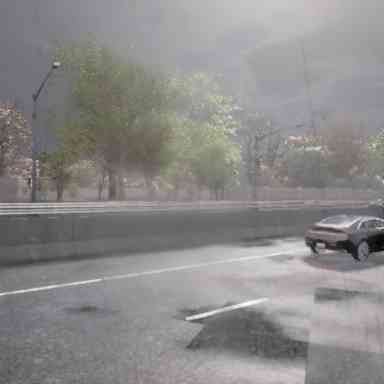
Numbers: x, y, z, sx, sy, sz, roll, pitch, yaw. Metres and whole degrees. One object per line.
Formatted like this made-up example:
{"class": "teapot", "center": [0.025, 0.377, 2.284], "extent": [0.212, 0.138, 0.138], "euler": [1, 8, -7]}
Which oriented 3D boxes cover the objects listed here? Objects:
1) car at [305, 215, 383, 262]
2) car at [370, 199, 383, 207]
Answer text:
{"class": "car", "center": [6.351, 1.621, 12.641], "extent": [4.902, 1.511, 2.128], "euler": [1, 0, -35]}
{"class": "car", "center": [32.640, 2.018, 57.262], "extent": [4.553, 1.767, 2.097], "euler": [1, -1, -35]}
